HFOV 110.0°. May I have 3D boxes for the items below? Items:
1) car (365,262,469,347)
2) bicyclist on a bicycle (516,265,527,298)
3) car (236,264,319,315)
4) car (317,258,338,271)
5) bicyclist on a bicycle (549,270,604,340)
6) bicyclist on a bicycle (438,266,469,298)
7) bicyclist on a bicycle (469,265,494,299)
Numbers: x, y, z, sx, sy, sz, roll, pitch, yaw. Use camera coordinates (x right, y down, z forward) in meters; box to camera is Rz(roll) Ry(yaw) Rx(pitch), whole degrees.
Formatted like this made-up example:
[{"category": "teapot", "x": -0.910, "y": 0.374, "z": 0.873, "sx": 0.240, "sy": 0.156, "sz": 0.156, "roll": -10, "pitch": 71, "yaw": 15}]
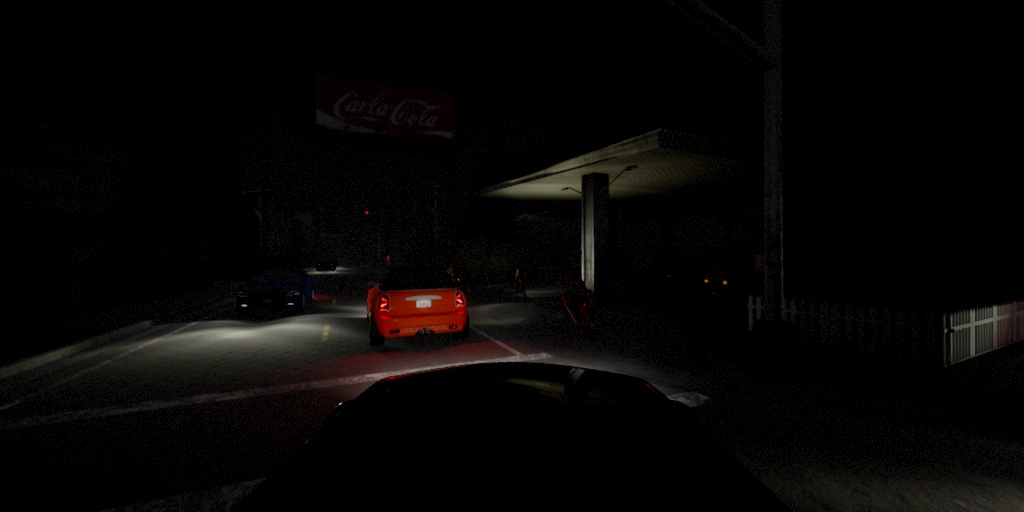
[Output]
[{"category": "car", "x": -2.672, "y": 1.016, "z": 9.437, "sx": 2.097, "sy": 1.767, "sz": 4.553, "roll": 0, "pitch": 0, "yaw": -23}, {"category": "bicyclist on a bicycle", "x": 0.463, "y": 1.285, "z": 18.014, "sx": 0.582, "sy": 1.620, "sz": 1.656, "roll": 0, "pitch": 0, "yaw": 15}, {"category": "car", "x": -8.723, "y": 1.180, "z": 13.558, "sx": 1.882, "sy": 1.535, "sz": 5.008, "roll": 1, "pitch": -1, "yaw": -24}, {"category": "car", "x": -24.189, "y": 1.067, "z": 46.701, "sx": 2.097, "sy": 1.767, "sz": 4.553, "roll": 0, "pitch": 0, "yaw": -25}, {"category": "bicyclist on a bicycle", "x": 1.550, "y": 1.185, "z": 8.824, "sx": 0.582, "sy": 1.620, "sz": 1.656, "roll": 3, "pitch": -2, "yaw": -44}, {"category": "bicyclist on a bicycle", "x": -2.924, "y": 1.257, "z": 16.453, "sx": 1.656, "sy": 1.620, "sz": 0.582, "roll": 1, "pitch": 0, "yaw": 36}, {"category": "bicyclist on a bicycle", "x": -1.643, "y": 1.286, "z": 17.860, "sx": 1.656, "sy": 1.620, "sz": 0.582, "roll": 1, "pitch": 0, "yaw": -22}]
